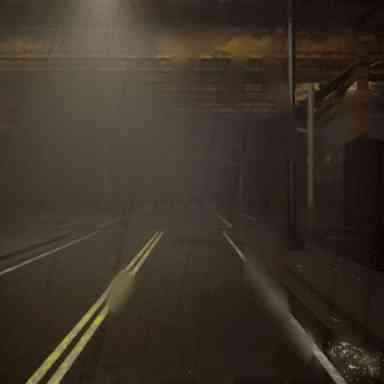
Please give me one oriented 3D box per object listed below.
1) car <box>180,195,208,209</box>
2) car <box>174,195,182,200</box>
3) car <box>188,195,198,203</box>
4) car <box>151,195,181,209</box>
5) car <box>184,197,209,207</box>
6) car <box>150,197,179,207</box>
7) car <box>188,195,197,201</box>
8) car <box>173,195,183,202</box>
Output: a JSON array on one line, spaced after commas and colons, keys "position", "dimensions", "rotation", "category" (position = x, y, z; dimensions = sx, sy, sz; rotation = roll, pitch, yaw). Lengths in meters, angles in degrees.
[{"position": [0.510, 1.442, 44.217], "dimensions": [2.038, 1.542, 4.974], "rotation": [0, 0, -20], "category": "car"}, {"position": [-3.296, 1.277, 79.386], "dimensions": [1.853, 1.218, 4.536], "rotation": [0, 0, 0], "category": "car"}, {"position": [0.137, 1.436, 70.813], "dimensions": [2.038, 1.542, 4.974], "rotation": [0, 0, 0], "category": "car"}, {"position": [-3.651, 1.442, 44.524], "dimensions": [2.038, 1.542, 4.974], "rotation": [0, 0, 25], "category": "car"}, {"position": [0.491, 1.285, 44.265], "dimensions": [1.853, 1.218, 4.536], "rotation": [0, 0, -20], "category": "car"}, {"position": [-3.629, 1.285, 44.571], "dimensions": [1.853, 1.218, 4.536], "rotation": [0, 0, 25], "category": "car"}, {"position": [0.137, 1.279, 70.865], "dimensions": [1.853, 1.218, 4.536], "rotation": [0, 0, 0], "category": "car"}, {"position": [-3.295, 1.434, 79.335], "dimensions": [2.038, 1.542, 4.974], "rotation": [0, 0, 0], "category": "car"}]
